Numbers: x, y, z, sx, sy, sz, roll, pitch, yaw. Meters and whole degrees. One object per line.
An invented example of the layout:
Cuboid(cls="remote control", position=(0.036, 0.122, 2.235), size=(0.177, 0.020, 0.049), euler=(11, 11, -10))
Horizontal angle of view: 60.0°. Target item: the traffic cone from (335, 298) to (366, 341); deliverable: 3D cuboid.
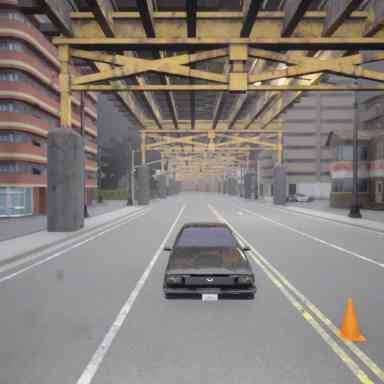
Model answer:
Cuboid(cls="traffic cone", position=(2.454, 1.949, 5.157), size=(0.340, 0.580, 0.340), euler=(0, 0, 0))

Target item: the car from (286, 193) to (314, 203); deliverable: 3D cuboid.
Cuboid(cls="car", position=(17.466, 1.005, 54.878), size=(4.974, 1.542, 2.038), euler=(0, 1, -20))

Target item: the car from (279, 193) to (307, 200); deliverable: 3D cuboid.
Cuboid(cls="car", position=(17.861, 0.800, 59.011), size=(4.536, 1.218, 1.853), euler=(0, 1, 25))

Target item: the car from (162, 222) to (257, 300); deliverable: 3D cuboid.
Cuboid(cls="car", position=(0.362, 1.533, 8.764), size=(2.033, 1.411, 5.357), euler=(0, 0, 1))

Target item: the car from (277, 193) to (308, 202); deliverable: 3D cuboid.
Cuboid(cls="car", position=(17.814, 0.957, 59.035), size=(4.974, 1.542, 2.038), euler=(0, 1, 25))

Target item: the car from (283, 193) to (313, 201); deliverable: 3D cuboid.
Cuboid(cls="car", position=(17.515, 0.847, 54.894), size=(4.536, 1.218, 1.853), euler=(0, 1, -20))
